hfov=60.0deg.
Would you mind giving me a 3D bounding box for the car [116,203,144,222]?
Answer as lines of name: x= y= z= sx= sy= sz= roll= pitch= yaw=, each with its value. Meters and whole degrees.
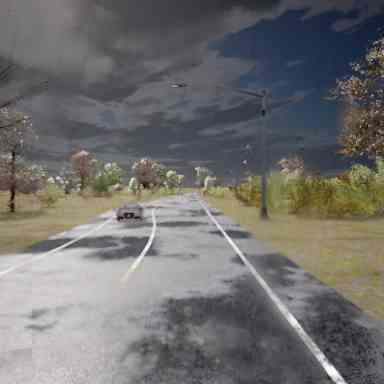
car: x=-4.842 y=1.549 z=26.411 sx=1.994 sy=1.385 sz=4.181 roll=0 pitch=0 yaw=-7
